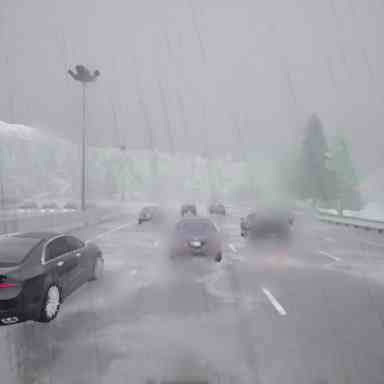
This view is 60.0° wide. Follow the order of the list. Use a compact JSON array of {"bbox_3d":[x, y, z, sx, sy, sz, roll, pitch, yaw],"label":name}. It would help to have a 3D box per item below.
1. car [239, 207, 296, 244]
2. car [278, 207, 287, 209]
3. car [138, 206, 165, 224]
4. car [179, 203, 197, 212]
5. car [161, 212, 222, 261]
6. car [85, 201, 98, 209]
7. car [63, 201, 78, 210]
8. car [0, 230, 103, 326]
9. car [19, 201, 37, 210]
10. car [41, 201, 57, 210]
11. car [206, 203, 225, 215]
[{"bbox_3d":[3.643,1.750,17.155,1.837,1.490,4.892,0,0,0],"label":"car"},{"bbox_3d":[7.134,1.948,28.049,2.033,1.411,5.357,0,-1,-1],"label":"car"},{"bbox_3d":[-3.365,1.922,28.049,2.033,1.411,5.357,0,-1,-1],"label":"car"},{"bbox_3d":[-0.514,2.062,40.828,1.837,1.490,4.892,1,0,-5],"label":"car"},{"bbox_3d":[0.131,1.727,13.026,2.033,1.411,5.357,0,-1,0],"label":"car"},{"bbox_3d":[-17.399,2.309,57.906,1.994,1.385,4.181,0,-1,-11],"label":"car"},{"bbox_3d":[-20.856,2.279,57.505,2.033,1.411,5.357,0,-1,-12],"label":"car"},{"bbox_3d":[-3.393,1.601,7.357,1.837,1.490,4.892,0,0,0],"label":"car"},{"bbox_3d":[-27.863,2.251,56.803,2.033,1.411,5.357,0,-1,-13],"label":"car"},{"bbox_3d":[-24.359,2.242,57.058,1.812,1.442,4.674,0,-1,-12],"label":"car"},{"bbox_3d":[2.936,2.067,41.643,2.128,1.511,4.902,0,-1,-5],"label":"car"}]
